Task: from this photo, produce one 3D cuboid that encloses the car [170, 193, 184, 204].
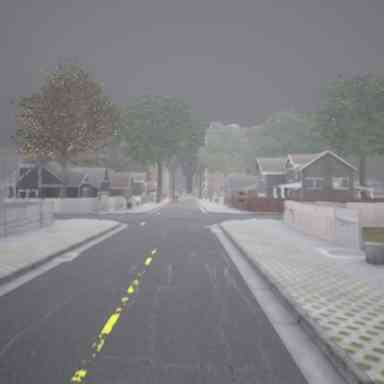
[{"bbox_3d":[-3.102,1.412,64.154,2.097,1.767,4.553,0,-1,0],"label":"car"}]
